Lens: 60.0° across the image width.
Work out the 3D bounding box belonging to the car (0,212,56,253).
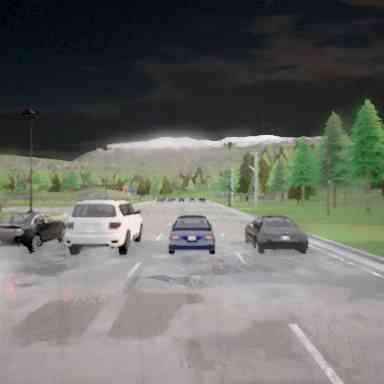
[{"bbox_3d":[-7.000,1.629,14.435,2.128,1.511,4.902,0,0,0],"label":"car"}]

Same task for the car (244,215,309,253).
[{"bbox_3d":[3.499,1.700,14.435,1.994,1.385,4.181,0,0,0],"label":"car"}]

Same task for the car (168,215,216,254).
[{"bbox_3d":[-0.002,1.681,14.135,2.033,1.411,5.357,0,-1,0],"label":"car"}]

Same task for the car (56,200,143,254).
[{"bbox_3d":[-3.502,1.350,14.178,2.150,2.045,5.566,0,0,0],"label":"car"}]
